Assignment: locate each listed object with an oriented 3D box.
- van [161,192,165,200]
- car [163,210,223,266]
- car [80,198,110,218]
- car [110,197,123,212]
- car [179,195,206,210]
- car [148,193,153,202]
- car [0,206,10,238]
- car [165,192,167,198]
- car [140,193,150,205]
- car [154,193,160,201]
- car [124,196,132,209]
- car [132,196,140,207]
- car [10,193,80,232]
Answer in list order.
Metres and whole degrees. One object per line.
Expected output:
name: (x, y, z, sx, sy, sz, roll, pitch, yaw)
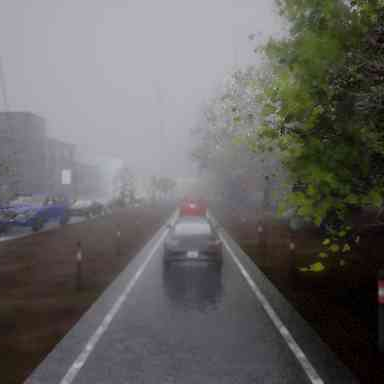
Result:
van: (-9.096, 1.187, 89.281, 1.878, 1.987, 4.442, 0, 0, 2)
car: (0.047, 1.576, 11.588, 1.812, 1.442, 4.674, 0, 0, 1)
car: (-9.001, 1.376, 28.401, 2.097, 1.535, 5.008, 0, 0, 2)
car: (-9.009, 1.396, 33.942, 2.231, 1.521, 4.892, 0, 0, 2)
car: (0.060, 1.305, 29.222, 2.150, 2.045, 5.566, 0, 0, 0)
car: (-9.051, 1.368, 61.680, 2.097, 1.535, 5.008, 0, 0, 2)
car: (-8.975, 1.219, 11.794, 2.185, 1.767, 4.553, 0, -1, 2)
car: (-9.099, 1.397, 94.966, 2.231, 1.521, 4.892, 0, -1, -2)
car: (-9.042, 1.380, 56.132, 2.097, 1.535, 5.008, 0, 0, 2)
car: (-9.064, 1.153, 71.565, 2.435, 2.045, 5.566, 0, 0, 1)
car: (-9.017, 1.394, 39.498, 2.097, 1.535, 5.008, 0, 0, 2)
car: (-9.035, 1.378, 45.880, 1.946, 1.575, 5.366, 0, 0, 2)
car: (-8.988, 1.097, 19.448, 2.435, 2.045, 5.566, 0, 0, 2)
